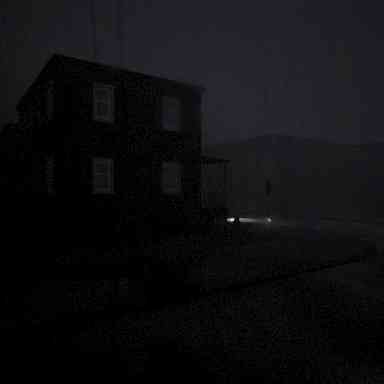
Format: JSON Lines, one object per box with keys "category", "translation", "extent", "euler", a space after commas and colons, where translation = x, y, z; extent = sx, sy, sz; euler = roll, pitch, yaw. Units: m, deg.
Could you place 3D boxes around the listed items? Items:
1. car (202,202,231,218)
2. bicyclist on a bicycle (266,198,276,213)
{"category": "car", "translation": [1.601, 1.564, 29.688], "extent": [1.994, 1.385, 4.181], "euler": [0, 0, -35]}
{"category": "bicyclist on a bicycle", "translation": [8.284, 1.348, 34.774], "extent": [1.656, 1.620, 0.582], "euler": [0, 0, -35]}
